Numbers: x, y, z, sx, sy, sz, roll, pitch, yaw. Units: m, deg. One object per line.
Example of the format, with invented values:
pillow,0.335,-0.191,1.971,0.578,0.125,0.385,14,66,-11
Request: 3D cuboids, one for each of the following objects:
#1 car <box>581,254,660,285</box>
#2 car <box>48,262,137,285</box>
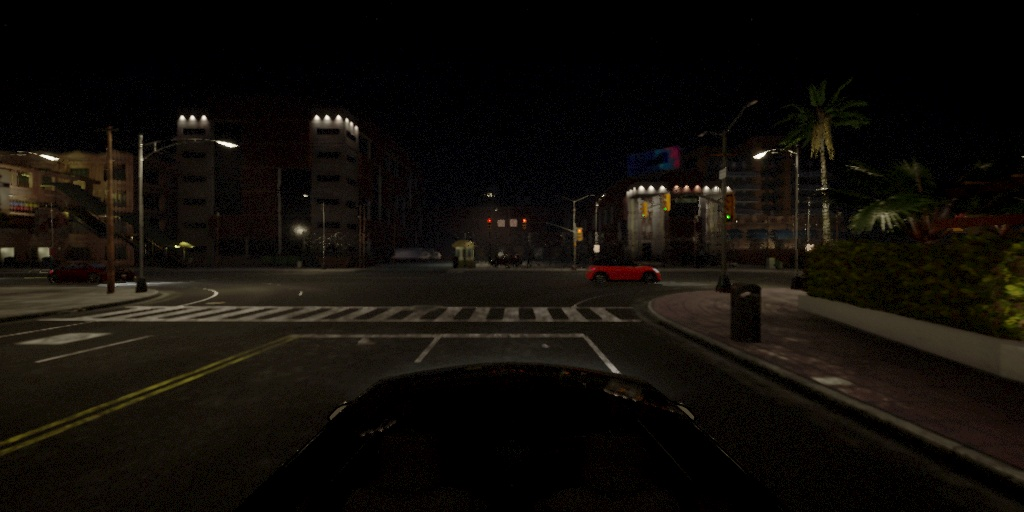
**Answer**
car,7.153,0.912,23.286,4.553,1.767,2.097,0,1,1
car,-27.438,1.120,23.533,4.181,1.385,1.994,0,1,1
